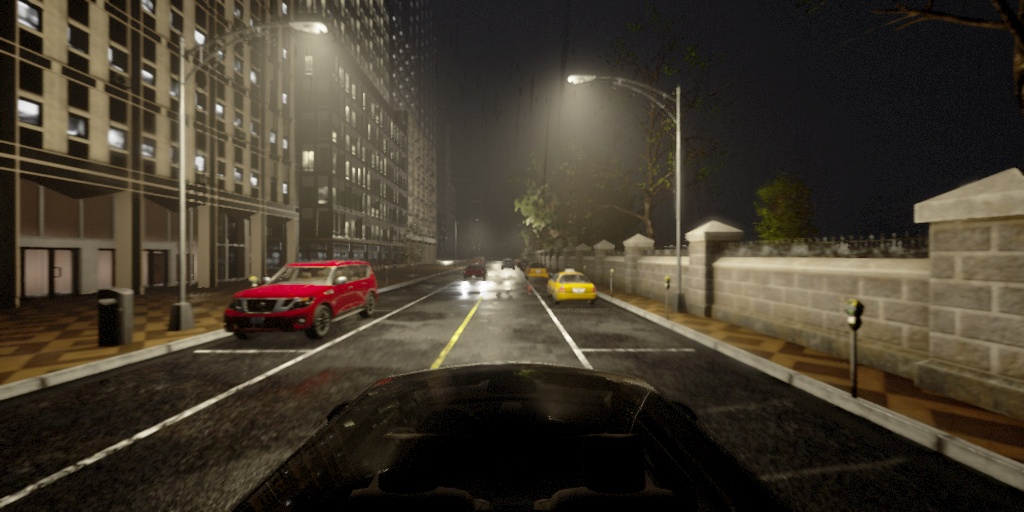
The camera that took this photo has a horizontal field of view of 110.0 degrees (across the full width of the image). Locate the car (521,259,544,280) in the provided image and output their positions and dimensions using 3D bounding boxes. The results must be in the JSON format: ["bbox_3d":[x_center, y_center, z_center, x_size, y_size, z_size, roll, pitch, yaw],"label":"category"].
[{"bbox_3d":[2.008,1.190,30.491,1.801,1.575,5.366,0,0,-1],"label":"car"}]

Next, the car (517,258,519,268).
[{"bbox_3d":[2.040,1.283,49.035,1.948,1.339,4.313,0,0,-1],"label":"car"}]

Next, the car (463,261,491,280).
[{"bbox_3d":[-3.072,1.336,30.738,1.895,1.301,4.718,0,0,-1],"label":"car"}]

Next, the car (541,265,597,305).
[{"bbox_3d":[2.513,1.268,15.916,1.751,1.417,4.829,0,0,0],"label":"car"}]

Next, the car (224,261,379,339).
[{"bbox_3d":[-5.477,1.063,10.208,2.192,1.841,5.009,0,0,0],"label":"car"}]

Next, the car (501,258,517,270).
[{"bbox_3d":[-0.538,1.241,50.999,1.812,1.442,4.674,0,0,-1],"label":"car"}]

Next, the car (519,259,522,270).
[{"bbox_3d":[2.133,1.304,43.486,1.802,1.307,4.207,0,0,-1],"label":"car"}]
